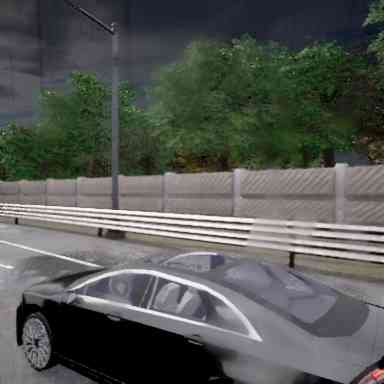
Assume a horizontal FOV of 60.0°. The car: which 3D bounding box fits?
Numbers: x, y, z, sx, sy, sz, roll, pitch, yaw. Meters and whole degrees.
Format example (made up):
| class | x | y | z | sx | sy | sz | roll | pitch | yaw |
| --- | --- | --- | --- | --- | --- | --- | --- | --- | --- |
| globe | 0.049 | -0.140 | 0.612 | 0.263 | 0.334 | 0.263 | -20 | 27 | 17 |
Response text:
| class | x | y | z | sx | sy | sz | roll | pitch | yaw |
| --- | --- | --- | --- | --- | --- | --- | --- | --- | --- |
| car | -0.231 | 1.490 | 4.034 | 4.902 | 1.511 | 2.128 | 0 | 0 | 36 |
